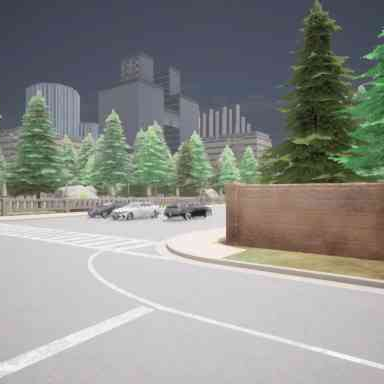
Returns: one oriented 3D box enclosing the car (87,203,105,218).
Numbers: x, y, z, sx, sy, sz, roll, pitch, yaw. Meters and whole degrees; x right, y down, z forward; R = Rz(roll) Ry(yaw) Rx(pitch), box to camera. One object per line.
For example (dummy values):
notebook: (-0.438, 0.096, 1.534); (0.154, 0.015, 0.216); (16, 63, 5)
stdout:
car: (-7.164, 1.526, 29.973); (1.812, 1.442, 4.674); (0, 0, 35)

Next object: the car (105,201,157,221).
car: (-4.582, 1.526, 27.562); (1.812, 1.442, 4.674); (0, 0, 35)

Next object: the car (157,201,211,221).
car: (-0.229, 1.491, 27.363); (2.128, 1.511, 4.902); (0, 0, 35)
